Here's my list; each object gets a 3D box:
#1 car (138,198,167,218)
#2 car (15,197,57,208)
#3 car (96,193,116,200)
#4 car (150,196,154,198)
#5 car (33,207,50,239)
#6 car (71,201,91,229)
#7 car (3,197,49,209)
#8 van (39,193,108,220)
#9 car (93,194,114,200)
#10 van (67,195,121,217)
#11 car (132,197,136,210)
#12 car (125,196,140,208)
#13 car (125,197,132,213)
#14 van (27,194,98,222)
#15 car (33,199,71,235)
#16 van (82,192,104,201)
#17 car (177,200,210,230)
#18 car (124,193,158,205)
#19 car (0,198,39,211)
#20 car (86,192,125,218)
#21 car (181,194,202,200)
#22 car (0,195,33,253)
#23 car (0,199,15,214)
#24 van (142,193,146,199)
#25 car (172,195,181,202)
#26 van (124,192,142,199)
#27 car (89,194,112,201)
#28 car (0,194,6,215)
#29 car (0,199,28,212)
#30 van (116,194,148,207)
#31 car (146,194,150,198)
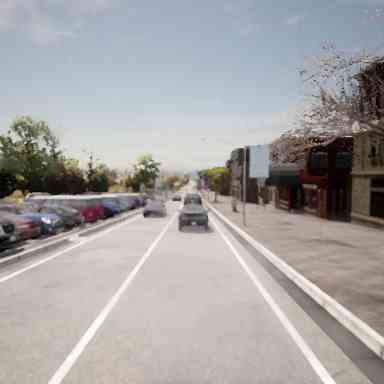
[{"bbox_3d":[-3.358,1.564,30.773,2.033,1.411,5.357,0,0,0],"label":"car"},{"bbox_3d":[-22.056,1.482,47.053,4.892,1.521,2.231,0,0,0],"label":"car"},{"bbox_3d":[-22.158,1.118,85.909,4.553,1.767,2.185,0,0,0],"label":"car"},{"bbox_3d":[-8.996,1.481,53.440,4.674,1.452,2.002,0,0,0],"label":"car"},{"bbox_3d":[-8.926,1.539,14.184,4.674,1.452,2.002,0,0,0],"label":"car"},{"bbox_3d":[-8.931,1.509,19.790,4.892,1.521,2.231,0,0,0],"label":"car"},{"bbox_3d":[-22.052,1.496,44.275,5.008,1.535,2.097,0,0,0],"label":"car"},{"bbox_3d":[-9.064,1.292,25.397,4.442,1.987,1.878,0,0,0],"label":"van"},{"bbox_3d":[-22.120,1.300,83.135,4.674,1.452,2.002,0,0,0],"label":"car"},{"bbox_3d":[-9.073,1.301,31.002,4.442,1.987,1.878,0,0,0],"label":"van"},{"bbox_3d":[-8.963,1.562,36.613,4.674,1.452,2.002,0,0,0],"label":"car"},{"bbox_3d":[-8.999,1.546,39.421,4.792,1.488,2.163,0,0,0],"label":"car"},{"bbox_3d":[-8.967,1.526,33.810,4.892,1.521,2.231,0,0,0],"label":"car"},{"bbox_3d":[-9.059,1.287,22.594,4.442,1.987,1.878,0,0,0],"label":"van"},{"bbox_3d":[-8.964,1.378,16.988,4.553,1.767,2.185,0,0,0],"label":"car"},{"bbox_3d":[-22.225,1.084,74.805,4.442,1.987,1.878,0,0,0],"label":"van"},{"bbox_3d":[0.096,1.529,21.291,1.837,1.490,4.892,0,0,0],"label":"car"},{"bbox_3d":[-8.974,1.155,59.045,5.566,2.045,2.435,0,0,0],"label":"car"},{"bbox_3d":[-22.238,1.505,41.498,5.366,1.575,1.946,0,0,0],"label":"car"},{"bbox_3d":[-8.924,1.271,28.202,5.566,2.045,2.435,0,0,0],"label":"car"},{"bbox_3d":[0.089,1.218,40.802,2.150,2.045,5.566,0,0,0],"label":"car"},{"bbox_3d":[-8.895,1.243,11.381,5.566,2.045,2.435,0,0,0],"label":"car"},{"bbox_3d":[-22.073,1.553,35.943,4.792,1.488,2.163,0,0,0],"label":"car"},{"bbox_3d":[-8.863,1.266,45.025,4.442,1.987,1.878,0,0,0],"label":"van"},{"bbox_3d":[-3.271,1.311,71.952,1.882,1.535,5.008,0,0,0],"label":"car"},{"bbox_3d":[-9.091,1.279,42.223,4.442,1.987,1.878,0,0,0],"label":"van"},{"bbox_3d":[-22.112,1.276,80.359,5.008,1.535,2.097,0,0,0],"label":"car"},{"bbox_3d":[-22.011,1.275,33.168,5.566,2.045,2.435,0,0,0],"label":"car"},{"bbox_3d":[-22.019,1.550,38.726,4.792,1.488,2.163,0,0,0],"label":"car"},{"bbox_3d":[-9.105,1.233,50.635,4.442,1.987,1.878,0,0,0],"label":"van"},{"bbox_3d":[-8.979,1.476,47.833,5.008,1.535,2.097,0,0,0],"label":"car"}]
